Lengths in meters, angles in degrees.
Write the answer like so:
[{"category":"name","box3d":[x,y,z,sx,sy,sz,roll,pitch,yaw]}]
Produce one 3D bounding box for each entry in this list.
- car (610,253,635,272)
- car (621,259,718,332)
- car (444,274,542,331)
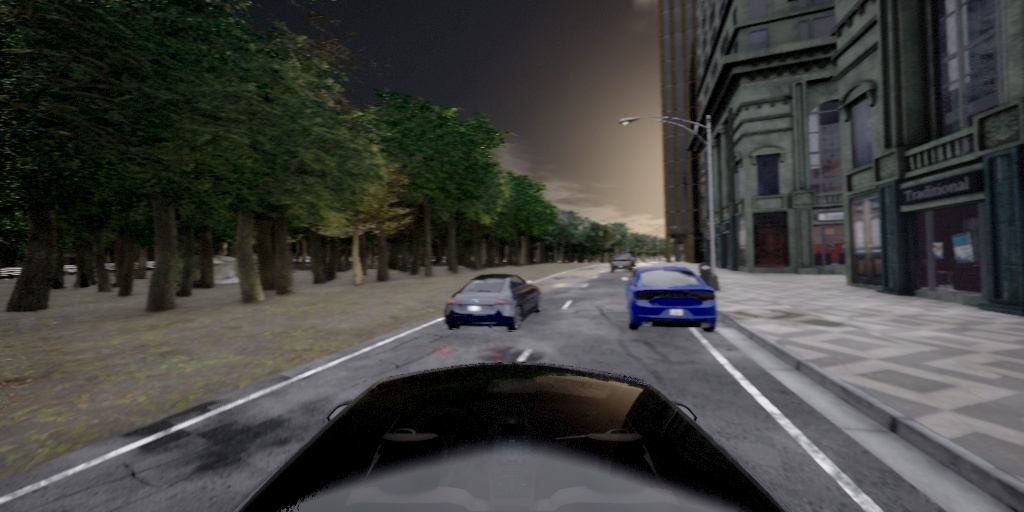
[{"category":"car","box3d":[10.122,0.676,33.041,2.128,1.511,4.902,-2,0,20]},{"category":"car","box3d":[4.173,0.998,10.019,1.882,1.535,5.008,-2,1,16]},{"category":"car","box3d":[-0.382,1.221,10.767,1.994,1.385,4.181,-2,1,16]}]
